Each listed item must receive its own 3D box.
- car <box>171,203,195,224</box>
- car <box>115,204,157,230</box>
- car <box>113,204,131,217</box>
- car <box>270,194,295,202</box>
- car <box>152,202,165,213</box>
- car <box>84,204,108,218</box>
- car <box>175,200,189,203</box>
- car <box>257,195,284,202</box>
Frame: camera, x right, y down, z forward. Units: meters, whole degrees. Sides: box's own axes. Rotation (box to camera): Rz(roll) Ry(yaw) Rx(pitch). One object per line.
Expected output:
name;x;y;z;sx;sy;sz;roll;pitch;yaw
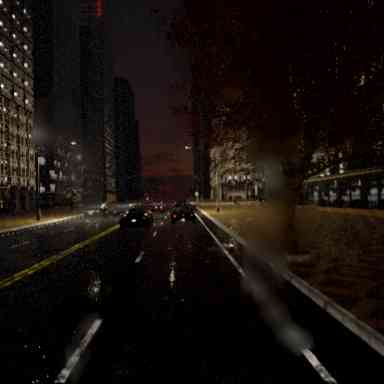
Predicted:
car;-0.755;1.839;27.472;1.895;1.301;4.718;-2;0;-2
car;-3.870;1.862;23.686;1.994;1.385;4.181;-2;0;-2
car;-7.854;2.080;38.885;2.033;1.411;5.357;-2;0;-2
car;19.525;1.339;71.807;4.829;1.417;1.752;-2;-1;-3
car;-4.613;2.031;44.474;2.033;1.411;5.357;-2;0;-2
car;-11.097;2.117;38.666;2.128;1.511;4.902;-2;-1;-2
car;-1.502;1.901;48.319;1.882;1.535;5.008;-2;0;-2
car;14.549;1.356;63.175;4.403;1.369;2.008;-2;-1;-3
